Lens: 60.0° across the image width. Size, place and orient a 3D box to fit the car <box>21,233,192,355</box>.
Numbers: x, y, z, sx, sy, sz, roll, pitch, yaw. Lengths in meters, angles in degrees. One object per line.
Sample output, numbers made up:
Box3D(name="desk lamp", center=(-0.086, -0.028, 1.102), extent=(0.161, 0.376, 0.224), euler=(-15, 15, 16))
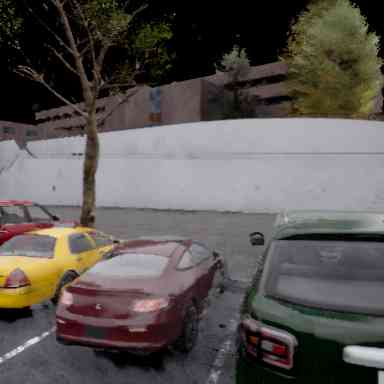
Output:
Box3D(name="car", center=(-0.535, 1.530, 6.169), extent=(2.002, 1.452, 4.674), euler=(0, -1, 15))

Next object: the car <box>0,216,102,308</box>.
Box3D(name="car", center=(-2.936, 1.492, 8.088), extent=(1.946, 1.575, 5.366), euler=(0, -1, 15))

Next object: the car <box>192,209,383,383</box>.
Box3D(name="car", center=(1.927, 1.237, 4.463), extent=(2.435, 2.045, 5.566), euler=(0, -1, 15))

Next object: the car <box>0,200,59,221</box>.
Box3D(name="car", center=(-5.429, 1.244, 9.671), extent=(2.435, 2.045, 5.566), euler=(0, -1, 15))
